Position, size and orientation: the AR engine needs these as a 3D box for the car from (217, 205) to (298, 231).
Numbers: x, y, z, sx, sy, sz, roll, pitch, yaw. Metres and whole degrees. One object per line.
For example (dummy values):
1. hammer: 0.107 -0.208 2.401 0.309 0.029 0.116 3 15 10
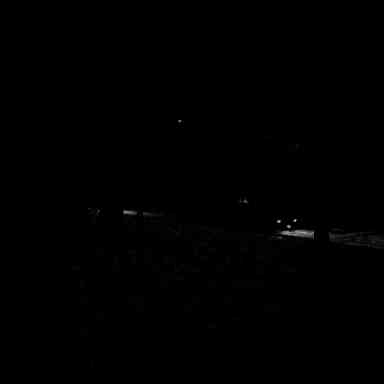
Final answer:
1. car: 3.795 1.496 20.468 2.033 1.411 5.357 1 0 -36

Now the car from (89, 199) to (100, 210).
1. car: -11.346 1.540 41.588 1.895 1.301 4.718 1 0 -36
